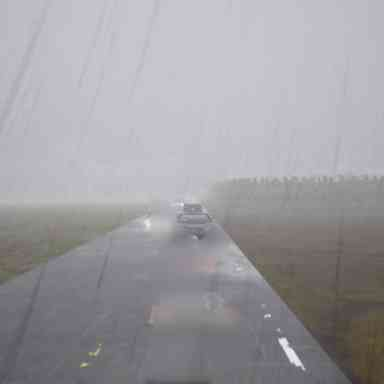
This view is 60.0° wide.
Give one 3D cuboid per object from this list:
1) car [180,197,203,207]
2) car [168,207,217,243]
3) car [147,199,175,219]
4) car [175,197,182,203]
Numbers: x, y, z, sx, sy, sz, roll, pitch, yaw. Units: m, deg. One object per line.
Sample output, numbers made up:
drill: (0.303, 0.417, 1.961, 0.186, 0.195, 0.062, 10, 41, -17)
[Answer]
car: (0.081, 1.510, 34.227, 1.882, 1.535, 5.008, 0, 0, 0)
car: (0.089, 1.613, 15.962, 1.895, 1.301, 4.718, 0, 0, 0)
car: (-2.858, 1.532, 29.953, 1.837, 1.490, 4.892, 0, 0, 0)
car: (-2.775, 1.666, 71.264, 1.895, 1.301, 4.718, 0, 0, 0)
